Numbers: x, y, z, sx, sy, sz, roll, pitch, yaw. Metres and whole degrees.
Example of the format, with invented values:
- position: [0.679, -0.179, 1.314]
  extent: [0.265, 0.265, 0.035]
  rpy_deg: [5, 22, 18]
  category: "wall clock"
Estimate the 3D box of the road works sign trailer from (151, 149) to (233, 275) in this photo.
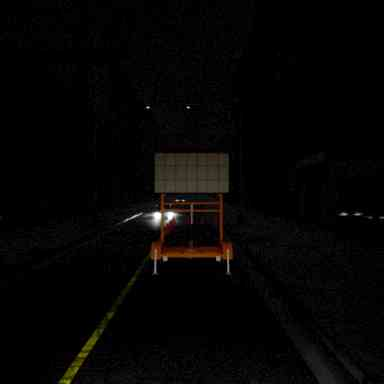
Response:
- position: [-0.005, 0.462, 10.473]
  extent: [2.380, 3.560, 2.880]
  rpy_deg: [0, 0, 0]
  category: "road works sign trailer"

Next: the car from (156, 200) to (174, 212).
- position: [-3.119, 1.581, 38.648]
  extent: [1.895, 1.301, 4.718]
  rpy_deg: [0, 0, 0]
  category: "car"

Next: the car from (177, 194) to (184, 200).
- position: [-3.043, 1.348, 90.470]
  extent: [1.882, 1.535, 5.008]
  rpy_deg: [0, 0, 0]
  category: "car"
